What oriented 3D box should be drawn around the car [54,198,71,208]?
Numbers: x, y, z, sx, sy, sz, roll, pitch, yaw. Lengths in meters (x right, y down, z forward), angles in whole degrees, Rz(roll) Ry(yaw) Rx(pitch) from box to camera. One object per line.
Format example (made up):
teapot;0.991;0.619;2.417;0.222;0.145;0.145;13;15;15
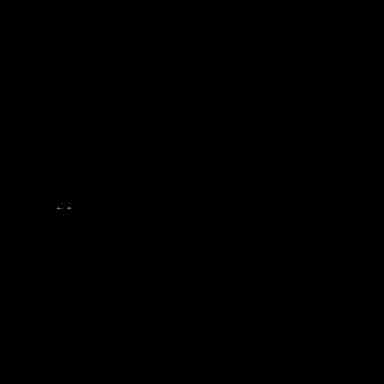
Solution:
car;-20.713;1.703;53.125;1.837;1.490;4.892;0;0;-35
